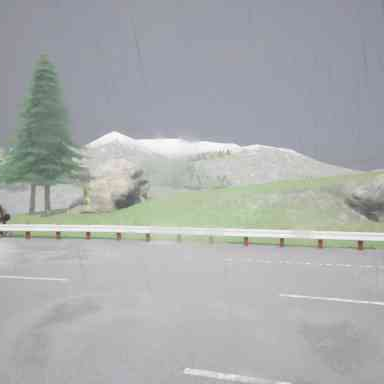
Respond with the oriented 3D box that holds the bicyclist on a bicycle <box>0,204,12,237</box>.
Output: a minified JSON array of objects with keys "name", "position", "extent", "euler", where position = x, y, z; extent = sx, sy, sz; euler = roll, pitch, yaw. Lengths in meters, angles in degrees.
[{"name":"bicyclist on a bicycle","position":[-9.209,1.433,16.091],"extent":[0.582,1.620,1.656],"euler":[0,-4,5]}]
